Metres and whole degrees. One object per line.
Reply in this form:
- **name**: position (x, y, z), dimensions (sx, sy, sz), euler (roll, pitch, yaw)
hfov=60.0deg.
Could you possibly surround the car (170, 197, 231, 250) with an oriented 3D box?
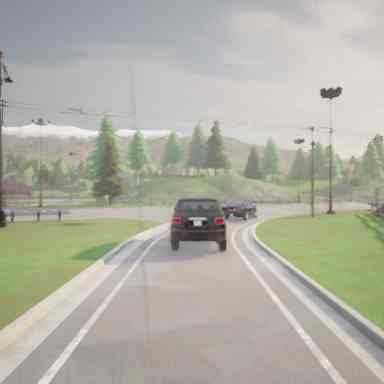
- **car**: position (0.367, 1.213, 14.414), dimensions (2.150, 2.045, 5.566), euler (0, 0, 4)

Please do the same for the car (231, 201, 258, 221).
- **car**: position (4.050, 1.496, 27.537), dimensions (1.837, 1.490, 4.892), euler (0, 0, 25)
